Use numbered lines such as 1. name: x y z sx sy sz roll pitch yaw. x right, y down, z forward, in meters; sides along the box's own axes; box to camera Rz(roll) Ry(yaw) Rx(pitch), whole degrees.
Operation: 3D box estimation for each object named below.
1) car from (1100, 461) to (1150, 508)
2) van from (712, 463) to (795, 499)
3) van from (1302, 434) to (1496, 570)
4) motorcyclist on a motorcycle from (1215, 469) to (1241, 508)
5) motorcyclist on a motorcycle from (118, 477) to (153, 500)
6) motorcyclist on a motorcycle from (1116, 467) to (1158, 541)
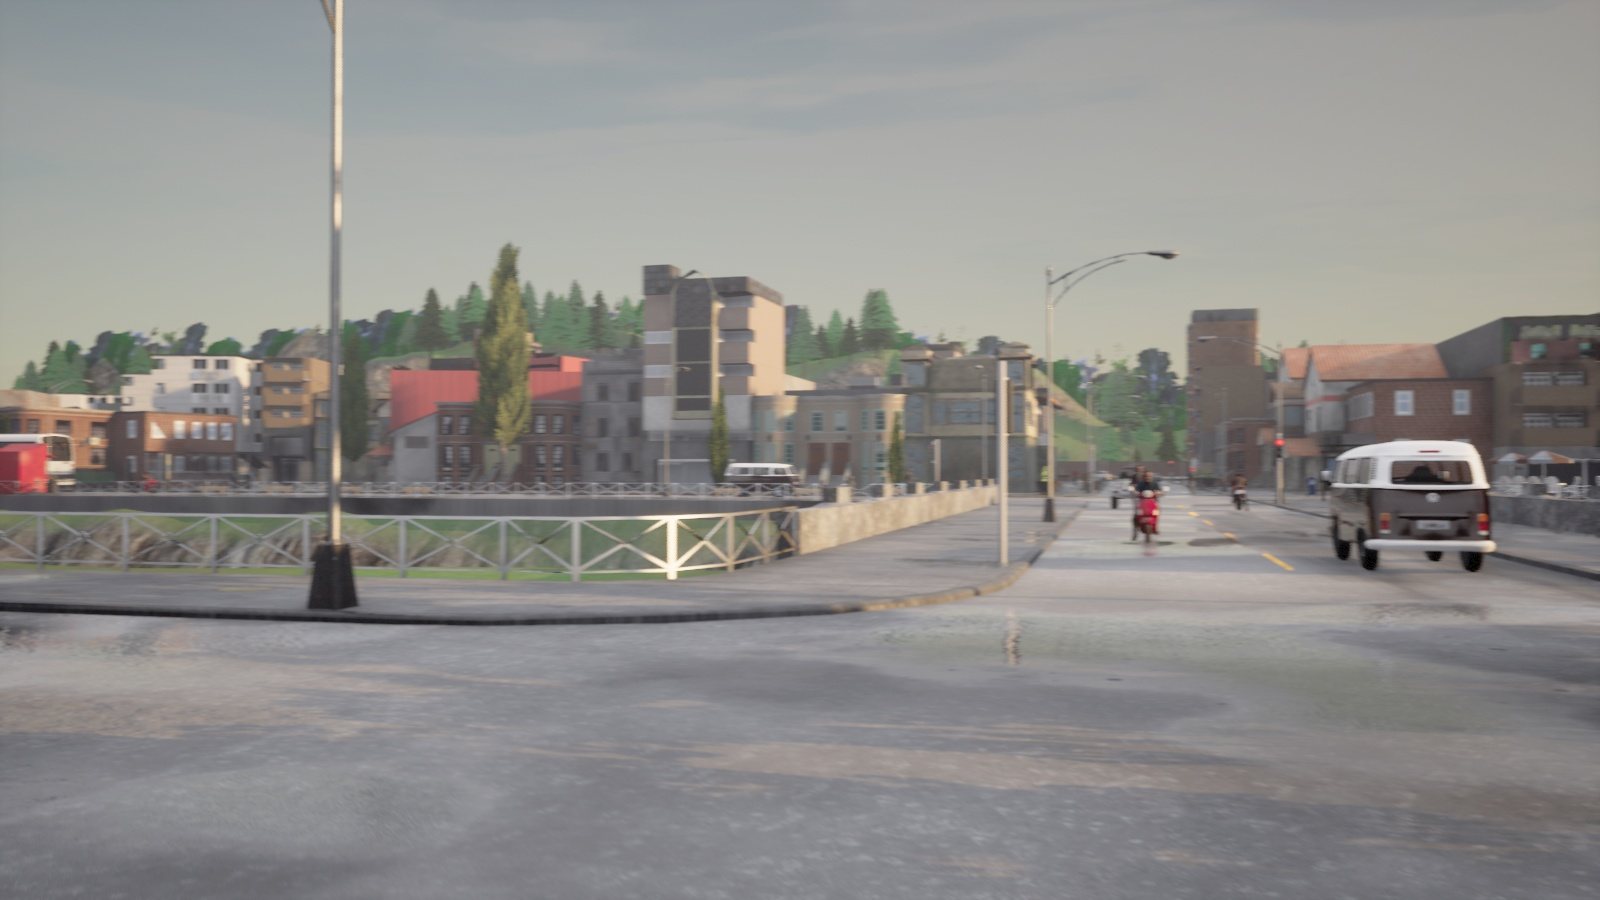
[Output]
1. car: 13.663 1.430 52.924 1.932 1.855 4.605 -1 -1 14
2. van: -2.741 1.812 73.898 4.480 2.038 2.069 -1 -1 14
3. van: 9.927 0.826 21.207 2.069 2.038 4.480 -1 -1 14
4. motorcyclist on a motorcycle: 17.075 1.524 50.135 0.797 1.523 2.044 -1 -1 15
5. motorcyclist on a motorcycle: -44.557 2.551 84.243 2.044 1.523 0.797 -1 -1 14
6. motorcyclist on a motorcycle: 7.582 1.193 28.270 0.866 1.590 1.817 -1 -1 15
